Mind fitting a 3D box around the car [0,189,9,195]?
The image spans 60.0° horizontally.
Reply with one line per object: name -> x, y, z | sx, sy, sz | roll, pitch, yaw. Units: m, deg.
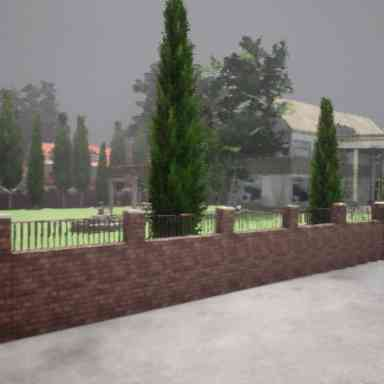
car -> -21.978, 0.392, 38.105 | 1.816, 1.474, 4.193 | 0, 1, -34
